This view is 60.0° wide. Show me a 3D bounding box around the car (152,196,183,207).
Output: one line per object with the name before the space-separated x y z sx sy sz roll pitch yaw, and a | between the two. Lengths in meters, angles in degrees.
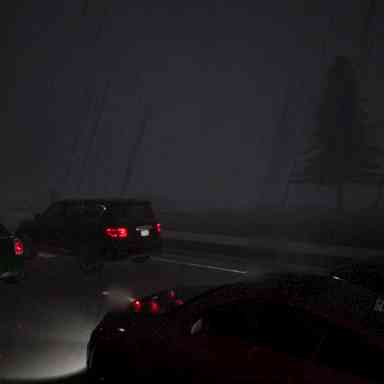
car | -3.704 1.474 50.975 1.882 1.535 5.008 0 0 36

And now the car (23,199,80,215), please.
car | -14.903 1.544 35.655 2.033 1.411 5.357 0 0 36

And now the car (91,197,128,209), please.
car | -11.436 1.501 46.329 1.837 1.490 4.892 0 0 36

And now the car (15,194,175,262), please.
car | -3.473 1.221 10.732 5.566 2.045 2.150 0 0 36

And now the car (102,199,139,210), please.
car | -9.254 1.597 43.384 1.895 1.301 4.718 0 0 36

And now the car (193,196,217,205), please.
car | 2.373 1.522 59.252 1.812 1.442 4.674 0 0 37

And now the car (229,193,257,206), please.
car | 9.152 1.220 56.637 2.150 2.045 5.566 0 0 37

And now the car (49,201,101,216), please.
car | -11.849 1.598 33.902 1.895 1.301 4.718 0 0 36

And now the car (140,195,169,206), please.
car | -6.017 1.348 53.738 2.097 1.767 4.553 0 0 36

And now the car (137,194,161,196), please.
car | -6.088 1.218 41.788 2.150 2.045 5.566 0 0 36

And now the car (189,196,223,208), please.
car | 2.038 1.598 46.970 1.895 1.301 4.718 0 0 36

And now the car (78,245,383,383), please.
car | 0.834 1.564 3.394 4.181 1.385 1.994 0 0 35

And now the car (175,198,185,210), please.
car | -3.621 1.545 39.231 2.033 1.411 5.357 0 0 36

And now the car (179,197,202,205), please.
car | -0.183 1.597 61.680 1.895 1.301 4.718 0 0 37

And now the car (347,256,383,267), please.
car | 4.703 1.478 4.933 5.008 1.535 1.882 0 0 35

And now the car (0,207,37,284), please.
car | -6.217 1.351 8.391 4.553 1.767 2.097 0 0 36

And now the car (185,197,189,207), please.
car | -0.041 1.544 50.058 2.033 1.411 5.357 0 0 36

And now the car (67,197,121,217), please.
car | -9.204 1.349 31.580 2.097 1.767 4.553 0 0 36

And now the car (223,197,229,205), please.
car | 5.882 1.598 58.109 1.895 1.301 4.718 0 0 37
